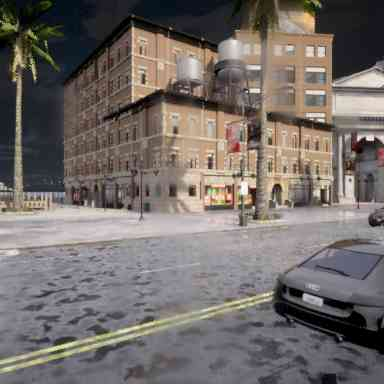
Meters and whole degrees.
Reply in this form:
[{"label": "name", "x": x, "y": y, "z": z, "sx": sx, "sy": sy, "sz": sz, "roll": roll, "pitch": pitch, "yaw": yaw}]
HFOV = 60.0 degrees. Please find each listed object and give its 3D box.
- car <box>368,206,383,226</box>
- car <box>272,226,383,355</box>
[{"label": "car", "x": 13.438, "y": 1.508, "z": 21.762, "sx": 4.892, "sy": 1.490, "sz": 1.837, "roll": 1, "pitch": 0, "yaw": -35}, {"label": "car", "x": 3.423, "y": 1.564, "z": 6.080, "sx": 4.181, "sy": 1.385, "sz": 1.994, "roll": 0, "pitch": 0, "yaw": -35}]
